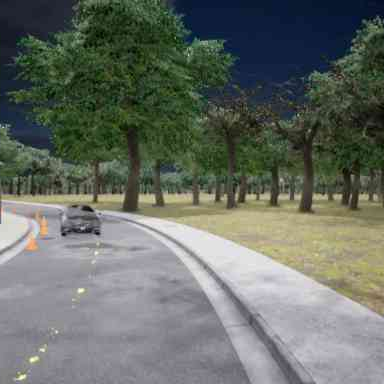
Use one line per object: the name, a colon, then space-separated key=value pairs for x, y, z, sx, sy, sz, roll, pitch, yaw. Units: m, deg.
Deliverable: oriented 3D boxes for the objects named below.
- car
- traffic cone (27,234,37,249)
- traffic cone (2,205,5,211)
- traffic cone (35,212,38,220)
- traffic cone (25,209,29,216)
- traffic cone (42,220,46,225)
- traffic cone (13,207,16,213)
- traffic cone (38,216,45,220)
car: x=-6.040 y=1.461 z=17.887 sx=1.837 sy=1.490 sz=4.892 roll=1 pitch=0 yaw=-22
traffic cone: x=-6.277 y=1.926 z=13.043 sx=0.340 sy=0.580 sz=0.340 roll=0 pitch=0 yaw=-16
traffic cone: x=-21.240 y=1.802 z=37.442 sx=0.340 sy=0.580 sz=0.340 roll=0 pitch=0 yaw=-41
traffic cone: x=-12.107 y=1.867 z=26.047 sx=0.340 sy=0.580 sz=0.340 roll=0 pitch=0 yaw=-32
traffic cone: x=-14.838 y=1.846 z=29.950 sx=0.340 sy=0.580 sz=0.340 roll=0 pitch=0 yaw=-38
traffic cone: x=-7.806 y=1.908 z=17.554 sx=0.340 sy=0.580 sz=0.340 roll=0 pitch=0 yaw=-21
traffic cone: x=-17.959 y=1.824 z=33.669 sx=0.340 sy=0.580 sz=0.340 roll=0 pitch=0 yaw=-41
traffic cone: x=-9.756 y=1.888 z=21.903 sx=0.340 sy=0.580 sz=0.340 roll=0 pitch=0 yaw=-27
